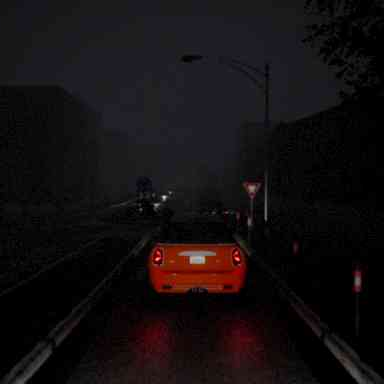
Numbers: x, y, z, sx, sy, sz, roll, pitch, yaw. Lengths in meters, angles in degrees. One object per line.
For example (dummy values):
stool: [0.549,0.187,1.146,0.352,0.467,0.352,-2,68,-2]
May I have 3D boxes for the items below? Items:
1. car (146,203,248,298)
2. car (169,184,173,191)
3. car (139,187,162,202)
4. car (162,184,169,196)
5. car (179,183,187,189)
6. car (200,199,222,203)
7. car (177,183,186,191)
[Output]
car: [0.112,1.339,8.673,2.097,1.767,4.553,0,0,0]
car: [-5.345,-0.917,71.367,1.812,1.442,4.674,0,3,0]
car: [-5.393,0.282,42.406,2.097,1.767,4.553,0,4,1]
car: [-5.387,-0.161,56.439,1.812,1.442,4.674,0,3,0]
car: [-2.380,-1.528,85.655,1.882,1.535,5.008,0,2,0]
car: [1.312,1.211,22.700,2.033,1.411,5.357,0,2,-2]
car: [-2.333,-0.942,71.415,1.837,1.490,4.892,0,2,0]
